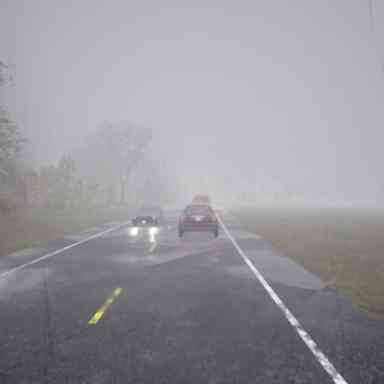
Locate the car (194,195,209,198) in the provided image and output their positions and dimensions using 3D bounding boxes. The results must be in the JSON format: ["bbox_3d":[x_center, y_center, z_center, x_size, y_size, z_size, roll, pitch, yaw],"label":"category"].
[{"bbox_3d":[1.161,1.353,39.777,2.150,2.045,5.566,0,0,3],"label":"car"}]

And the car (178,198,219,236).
[{"bbox_3d":[0.374,1.411,19.035,2.097,1.767,4.553,0,0,1],"label":"car"}]

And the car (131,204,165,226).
[{"bbox_3d":[-3.088,1.622,24.623,2.033,1.411,5.357,0,0,2],"label":"car"}]
